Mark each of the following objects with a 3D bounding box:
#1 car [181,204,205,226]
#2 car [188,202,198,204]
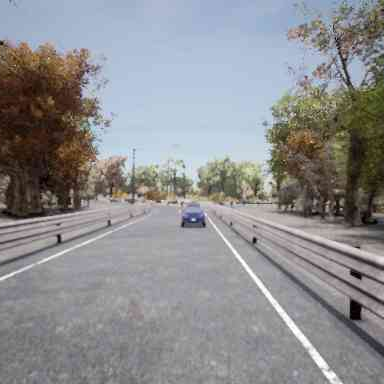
[{"bbox_3d":[0.112,1.945,27.238,1.812,1.442,4.674,0,-1,0],"label":"car"},{"bbox_3d":[0.158,2.224,46.871,1.837,1.490,4.892,0,-1,1],"label":"car"}]
